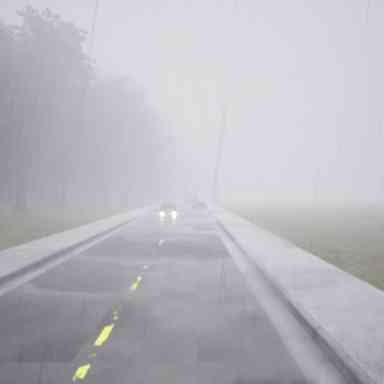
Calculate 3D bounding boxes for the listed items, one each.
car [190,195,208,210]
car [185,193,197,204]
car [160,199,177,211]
[{"bbox_3d":[0.959,1.501,42.348,1.812,1.442,4.674,0,0,0],"label":"car"},{"bbox_3d":[-0.005,1.183,60.361,2.150,2.045,5.566,0,0,0],"label":"car"},{"bbox_3d":[-2.841,1.576,40.926,1.895,1.301,4.718,0,0,0],"label":"car"}]
